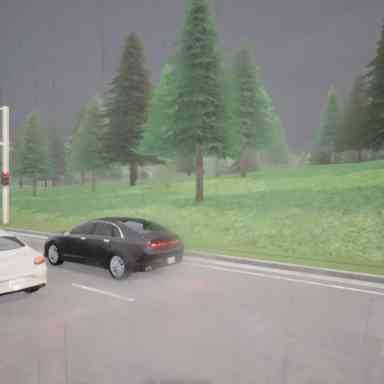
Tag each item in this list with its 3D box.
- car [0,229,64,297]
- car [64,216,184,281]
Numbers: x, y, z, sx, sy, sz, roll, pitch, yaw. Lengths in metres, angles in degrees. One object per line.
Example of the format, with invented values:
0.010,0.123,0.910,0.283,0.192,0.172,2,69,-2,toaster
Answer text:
-5.125,1.523,7.548,4.674,1.442,1.812,0,0,36,car
-2.492,1.503,9.958,4.892,1.490,1.837,0,0,36,car
